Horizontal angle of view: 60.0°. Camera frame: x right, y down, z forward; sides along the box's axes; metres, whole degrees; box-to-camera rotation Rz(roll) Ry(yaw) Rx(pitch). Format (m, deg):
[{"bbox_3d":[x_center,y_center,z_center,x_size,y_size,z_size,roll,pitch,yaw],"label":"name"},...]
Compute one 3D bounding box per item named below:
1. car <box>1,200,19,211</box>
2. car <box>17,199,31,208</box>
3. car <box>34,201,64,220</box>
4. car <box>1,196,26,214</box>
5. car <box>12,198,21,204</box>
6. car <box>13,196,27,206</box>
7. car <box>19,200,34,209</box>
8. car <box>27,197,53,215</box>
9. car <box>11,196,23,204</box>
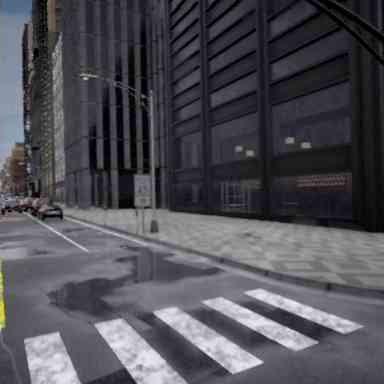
[{"bbox_3d":[-26.884,1.929,48.978,2.128,1.511,4.902,-1,0,-30],"label":"car"},{"bbox_3d":[-29.954,2.004,59.283,1.887,1.381,4.507,-1,0,-30],"label":"car"},{"bbox_3d":[-12.840,1.773,30.197,1.947,1.339,4.313,-1,0,-30],"label":"car"},{"bbox_3d":[-21.892,1.717,40.493,2.097,1.767,4.553,-1,0,-31],"label":"car"},{"bbox_3d":[-44.215,2.230,83.520,1.802,1.307,4.206,-1,0,-30],"label":"car"},{"bbox_3d":[-35.661,1.852,68.978,2.192,1.841,5.009,-1,0,-30],"label":"car"},{"bbox_3d":[-27.101,2.003,54.436,1.802,1.307,4.206,-1,0,-30],"label":"car"},{"bbox_3d":[-15.696,1.568,35.046,2.192,1.841,5.009,-1,0,-30],"label":"car"},{"bbox_3d":[-41.366,1.927,78.673,2.192,1.841,5.009,-1,0,-30],"label":"car"}]
